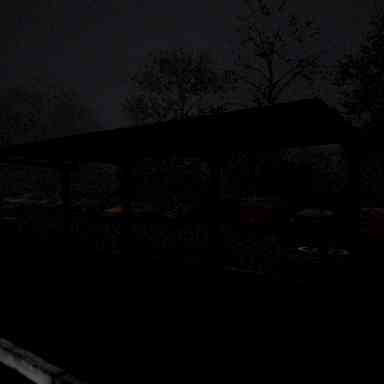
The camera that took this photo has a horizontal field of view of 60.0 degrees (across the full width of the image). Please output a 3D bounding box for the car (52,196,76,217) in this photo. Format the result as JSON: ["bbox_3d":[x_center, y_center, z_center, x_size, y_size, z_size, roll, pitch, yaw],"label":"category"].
[{"bbox_3d":[-9.200,1.387,29.175,2.231,1.521,4.892,0,0,35],"label":"car"}]

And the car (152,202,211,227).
[{"bbox_3d":[-0.157,1.472,22.734,2.163,1.488,4.792,0,0,35],"label":"car"}]

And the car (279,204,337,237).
[{"bbox_3d":[6.654,1.525,17.948,2.002,1.452,4.674,0,0,35],"label":"car"}]

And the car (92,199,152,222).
[{"bbox_3d":[-4.780,1.411,25.813,1.946,1.575,5.366,0,0,35],"label":"car"}]

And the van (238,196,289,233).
[{"bbox_3d":[4.459,1.245,19.647,1.878,1.987,4.442,0,0,35],"label":"van"}]

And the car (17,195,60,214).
[{"bbox_3d":[-13.733,1.357,32.381,2.097,1.535,5.008,0,0,35],"label":"car"}]

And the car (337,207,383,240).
[{"bbox_3d":[8.920,1.500,16.342,2.097,1.535,5.008,0,0,35],"label":"car"}]

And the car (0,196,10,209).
[{"bbox_3d":[-25.081,1.303,40.367,2.163,1.488,4.792,1,0,35],"label":"car"}]

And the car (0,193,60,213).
[{"bbox_3d":[-16.017,1.092,33.955,2.435,2.045,5.566,0,0,35],"label":"car"}]

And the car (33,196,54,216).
[{"bbox_3d":[-11.466,1.371,30.778,2.097,1.535,5.008,0,0,35],"label":"car"}]

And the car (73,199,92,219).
[{"bbox_3d":[-6.921,1.429,27.591,2.163,1.488,4.792,0,0,35],"label":"car"}]
